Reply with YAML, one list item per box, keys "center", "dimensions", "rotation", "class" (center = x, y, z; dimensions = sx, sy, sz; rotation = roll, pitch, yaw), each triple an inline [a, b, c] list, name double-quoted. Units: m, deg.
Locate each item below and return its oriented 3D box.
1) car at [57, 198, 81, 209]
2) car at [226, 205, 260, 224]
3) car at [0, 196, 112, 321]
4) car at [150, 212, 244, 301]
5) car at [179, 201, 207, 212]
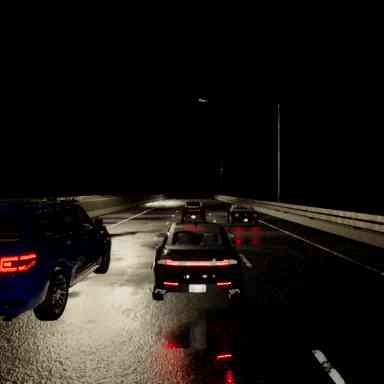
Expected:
- center: [-17.502, 1.593, 47.543]
  dimensions: [1.994, 1.385, 4.181]
  rotation: [0, 0, 0]
  class: "car"
- center: [3.598, 1.593, 24.479]
  dimensions: [1.895, 1.301, 4.718]
  rotation: [0, 0, 0]
  class: "car"
- center: [-3.396, 1.219, 7.391]
  dimensions: [2.150, 2.045, 5.566]
  rotation: [0, 0, 0]
  class: "car"
- center: [0.099, 1.489, 8.305]
  dimensions: [2.128, 1.511, 4.902]
  rotation: [0, 0, 0]
  class: "car"
- center: [0.099, 1.496, 25.944]
  dimensions: [1.837, 1.490, 4.892]
  rotation: [0, 0, 0]
  class: "car"
